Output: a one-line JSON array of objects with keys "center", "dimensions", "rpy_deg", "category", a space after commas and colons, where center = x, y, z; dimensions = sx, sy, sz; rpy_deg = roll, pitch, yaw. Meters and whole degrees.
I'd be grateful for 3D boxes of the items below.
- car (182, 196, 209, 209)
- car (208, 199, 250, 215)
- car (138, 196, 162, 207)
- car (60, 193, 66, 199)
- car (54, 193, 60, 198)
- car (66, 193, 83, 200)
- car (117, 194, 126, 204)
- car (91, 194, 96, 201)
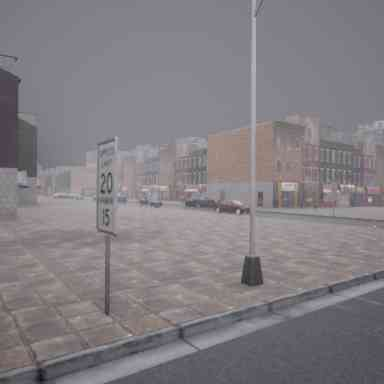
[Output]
[{"center": [0.651, 1.233, 40.222], "dimensions": [1.882, 1.535, 5.008], "rpy_deg": [1, 0, -35], "category": "car"}, {"center": [3.906, 1.367, 30.921], "dimensions": [1.887, 1.381, 4.507], "rpy_deg": [1, 0, -35], "category": "car"}, {"center": [-5.628, 1.230, 44.363], "dimensions": [1.947, 1.339, 4.313], "rpy_deg": [1, 0, -35], "category": "car"}, {"center": [-27.876, 0.924, 75.731], "dimensions": [1.887, 1.381, 4.507], "rpy_deg": [1, 0, -35], "category": "car"}, {"center": [-31.055, 0.892, 80.212], "dimensions": [1.887, 1.381, 4.507], "rpy_deg": [1, 0, -35], "category": "car"}, {"center": [-24.698, 0.965, 71.250], "dimensions": [2.008, 1.369, 4.403], "rpy_deg": [1, 0, -35], "category": "car"}, {"center": [-12.135, 1.047, 52.877], "dimensions": [1.882, 1.535, 5.008], "rpy_deg": [1, 0, -35], "category": "car"}, {"center": [-16.190, 1.019, 58.584], "dimensions": [1.837, 1.490, 4.892], "rpy_deg": [1, 0, -35], "category": "car"}]
